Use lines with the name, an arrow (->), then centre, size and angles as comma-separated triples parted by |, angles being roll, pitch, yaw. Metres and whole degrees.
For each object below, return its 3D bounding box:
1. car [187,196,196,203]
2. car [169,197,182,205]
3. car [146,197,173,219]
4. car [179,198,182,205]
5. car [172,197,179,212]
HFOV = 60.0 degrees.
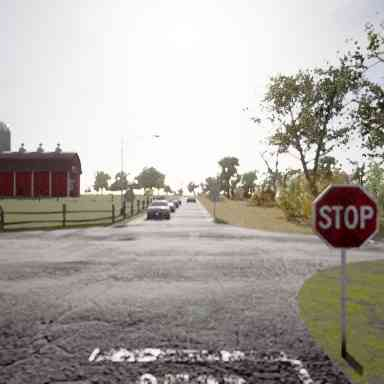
car -> -0.126, 1.577, 71.228 | 1.994, 1.385, 4.181 | 0, 0, 0
car -> -2.861, 1.576, 58.917 | 1.994, 1.385, 4.181 | 0, 0, 1
car -> -2.858, 1.500, 29.175 | 1.837, 1.490, 4.892 | 0, 0, -1
car -> -2.915, 1.482, 48.865 | 1.882, 1.535, 5.008 | 0, 0, 0
car -> -2.909, 1.546, 38.962 | 2.033, 1.411, 5.357 | 0, 0, 0
